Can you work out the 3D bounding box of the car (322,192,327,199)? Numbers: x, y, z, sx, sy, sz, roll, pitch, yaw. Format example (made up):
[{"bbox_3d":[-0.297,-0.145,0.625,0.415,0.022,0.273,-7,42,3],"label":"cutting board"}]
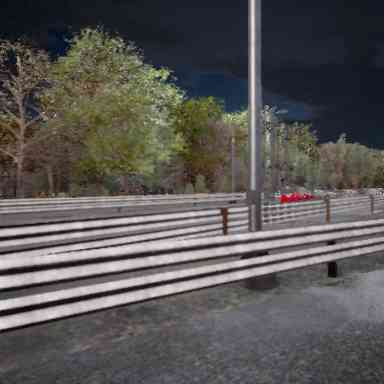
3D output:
[{"bbox_3d":[18.578,0.568,49.530,2.128,1.511,4.902,0,0,41],"label":"car"}]

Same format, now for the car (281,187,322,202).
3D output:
[{"bbox_3d":[11.746,0.507,36.291,2.150,2.045,5.566,0,1,41],"label":"car"}]

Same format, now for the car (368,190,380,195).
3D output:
[{"bbox_3d":[33.126,0.349,60.640,2.033,1.411,5.357,0,1,41],"label":"car"}]

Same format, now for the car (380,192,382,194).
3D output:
[{"bbox_3d":[33.476,0.462,55.735,1.895,1.301,4.718,0,1,41],"label":"car"}]

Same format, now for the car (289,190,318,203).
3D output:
[{"bbox_3d":[15.246,0.607,45.434,1.882,1.535,5.008,1,2,42],"label":"car"}]

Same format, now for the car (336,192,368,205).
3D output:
[{"bbox_3d":[18.163,0.699,38.296,2.128,1.511,4.902,0,1,41],"label":"car"}]
